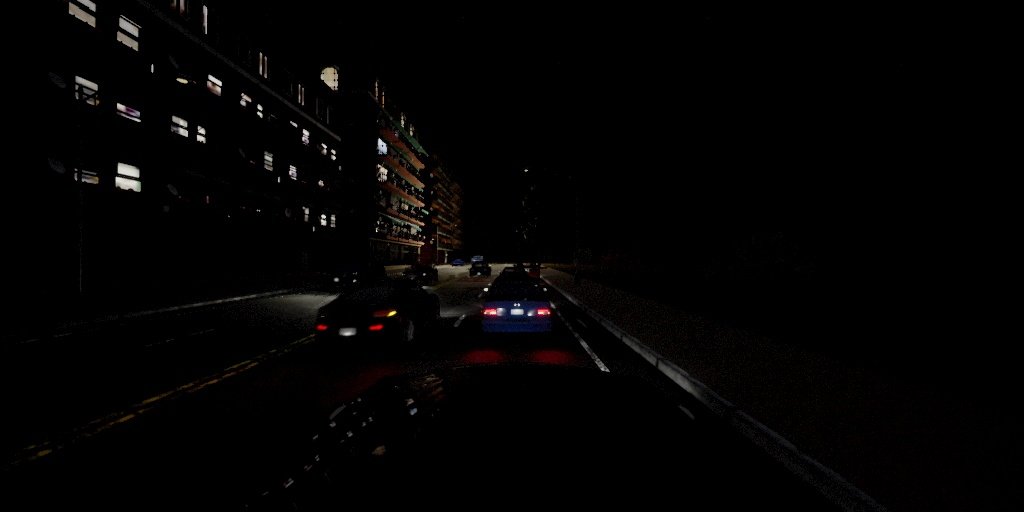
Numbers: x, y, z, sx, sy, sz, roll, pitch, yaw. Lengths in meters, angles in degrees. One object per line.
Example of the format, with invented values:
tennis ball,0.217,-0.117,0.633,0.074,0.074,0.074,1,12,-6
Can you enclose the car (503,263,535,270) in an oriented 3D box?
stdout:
car,0.116,1.317,20.876,1.994,1.385,4.181,0,0,1

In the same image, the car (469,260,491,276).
car,-3.109,1.354,36.130,1.895,1.301,4.718,0,0,0

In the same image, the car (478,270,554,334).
car,0.112,1.299,10.542,2.033,1.411,5.357,0,0,0

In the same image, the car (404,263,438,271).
car,-6.573,1.245,26.014,2.128,1.511,4.902,0,0,0

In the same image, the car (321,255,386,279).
car,-9.828,0.974,22.837,2.150,2.045,5.566,0,0,0

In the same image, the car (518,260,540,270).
car,1.170,1.104,29.811,2.097,1.767,4.553,0,0,0

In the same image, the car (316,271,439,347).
car,-3.143,1.277,9.174,1.812,1.442,4.674,0,0,0
